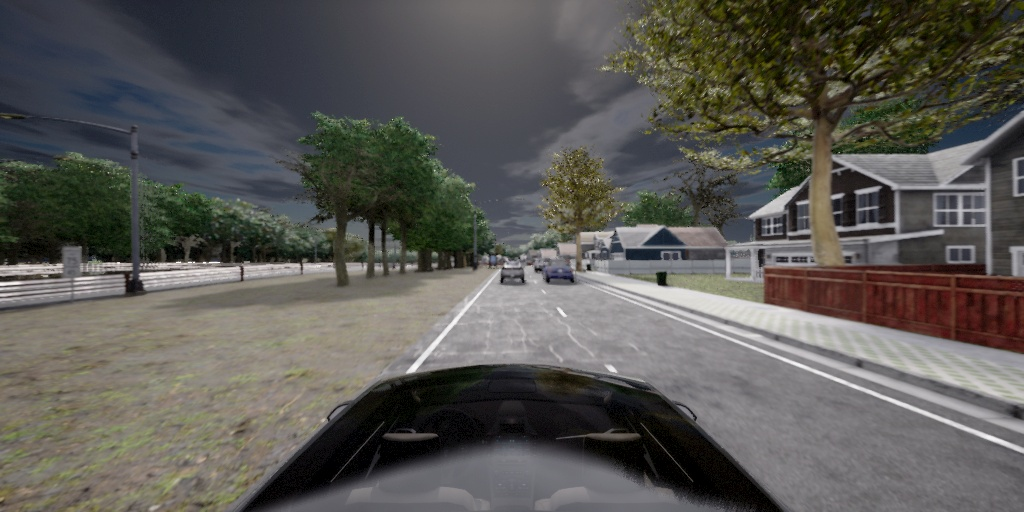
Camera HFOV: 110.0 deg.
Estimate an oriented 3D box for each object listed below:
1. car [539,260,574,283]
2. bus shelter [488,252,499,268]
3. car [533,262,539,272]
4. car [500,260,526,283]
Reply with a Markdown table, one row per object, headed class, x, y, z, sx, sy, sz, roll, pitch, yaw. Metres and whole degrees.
| class | x | y | z | sx | sy | sz | roll | pitch | yaw |
| --- | --- | --- | --- | --- | --- | --- | --- | --- | --- |
| car | 3.552 | 1.100 | 28.315 | 2.097 | 1.767 | 4.553 | 0 | 0 | 0 |
| bus shelter | -3.415 | 0.769 | 63.025 | 1.920 | 2.740 | 3.880 | 0 | 0 | 0 |
| car | 3.625 | 1.355 | 44.376 | 1.895 | 1.301 | 4.718 | 0 | 0 | 0 |
| car | 0.053 | 1.238 | 28.217 | 2.128 | 1.511 | 4.902 | 0 | 0 | 1 |
